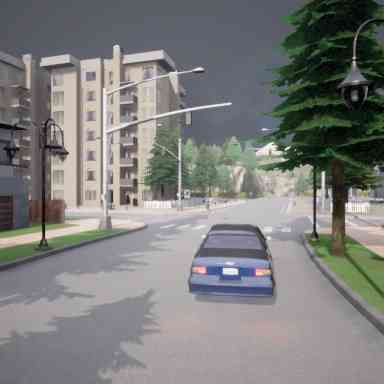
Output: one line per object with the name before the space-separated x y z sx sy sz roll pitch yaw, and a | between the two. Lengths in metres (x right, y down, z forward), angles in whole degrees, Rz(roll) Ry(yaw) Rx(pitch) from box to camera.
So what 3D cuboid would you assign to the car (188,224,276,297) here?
car | 1.127 1.547 8.766 2.033 1.411 5.357 0 0 9
